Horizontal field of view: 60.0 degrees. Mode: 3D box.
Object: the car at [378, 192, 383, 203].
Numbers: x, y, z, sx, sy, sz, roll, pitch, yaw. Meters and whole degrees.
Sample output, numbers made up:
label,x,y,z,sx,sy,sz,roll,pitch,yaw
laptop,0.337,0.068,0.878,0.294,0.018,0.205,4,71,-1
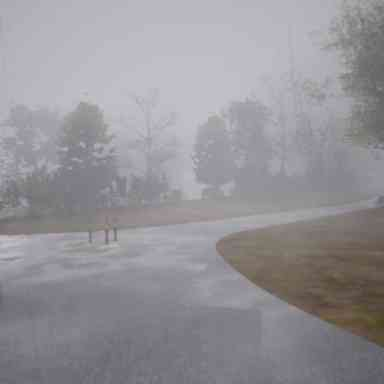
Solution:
label,x,y,z,sx,sy,sz,roll,pitch,yaw
car,28.560,0.750,48.684,1.812,1.442,4.674,-3,0,41
